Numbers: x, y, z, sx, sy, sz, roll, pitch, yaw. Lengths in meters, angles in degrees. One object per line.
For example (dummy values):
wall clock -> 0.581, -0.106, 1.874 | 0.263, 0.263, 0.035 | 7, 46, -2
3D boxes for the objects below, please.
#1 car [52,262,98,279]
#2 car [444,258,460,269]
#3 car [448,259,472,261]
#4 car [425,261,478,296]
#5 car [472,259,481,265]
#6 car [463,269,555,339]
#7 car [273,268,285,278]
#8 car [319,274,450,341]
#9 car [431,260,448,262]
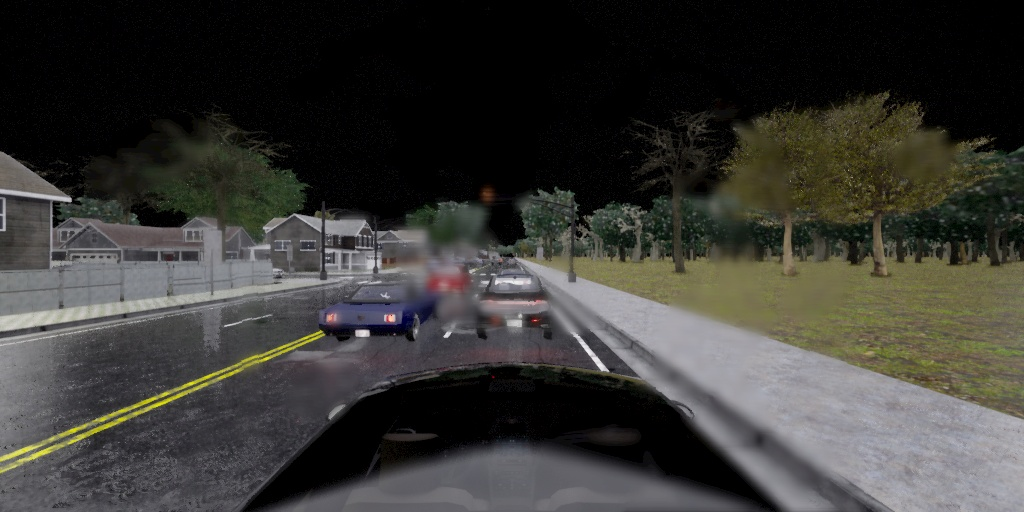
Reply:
car -> -37.437, 1.296, 31.454 | 4.902, 1.511, 2.128 | 0, 0, 0
car -> -9.896, 1.206, 59.364 | 1.882, 1.535, 5.008 | 0, 0, 0
car -> -6.646, 1.304, 46.080 | 1.994, 1.385, 4.181 | 0, 0, 0
car -> -3.170, 1.227, 19.166 | 1.882, 1.535, 5.008 | 0, 0, 0
car -> -6.648, 1.329, 58.686 | 1.895, 1.301, 4.718 | 0, 0, 0
car -> 0.087, 1.241, 10.087 | 2.128, 1.511, 4.902 | 0, 0, 0
car -> -22.530, 1.305, 31.418 | 4.674, 1.442, 1.812 | 0, 0, 0
car -> -3.155, 1.350, 9.825 | 1.895, 1.301, 4.718 | 0, 0, 0
car -> -9.879, 1.266, 46.060 | 1.812, 1.442, 4.674 | 0, 0, 0
